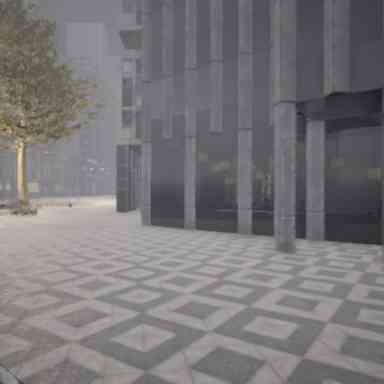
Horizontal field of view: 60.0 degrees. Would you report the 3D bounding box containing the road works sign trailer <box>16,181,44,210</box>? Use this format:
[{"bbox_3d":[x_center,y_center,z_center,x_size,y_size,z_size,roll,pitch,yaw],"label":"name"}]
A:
[{"bbox_3d":[-20.209,0.467,41.590,2.380,3.560,2.880,0,0,-2],"label":"road works sign trailer"}]

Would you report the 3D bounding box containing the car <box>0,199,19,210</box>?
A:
[{"bbox_3d":[-23.328,1.551,42.893,1.994,1.385,4.181,0,0,-1],"label":"car"}]

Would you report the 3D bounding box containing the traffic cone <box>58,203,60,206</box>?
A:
[{"bbox_3d":[-21.857,1.951,54.548,0.340,0.580,0.340,0,0,-2],"label":"traffic cone"}]

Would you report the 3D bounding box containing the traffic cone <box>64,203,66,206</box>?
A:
[{"bbox_3d":[-20.857,1.956,54.576,0.340,0.580,0.340,0,0,-2],"label":"traffic cone"}]
